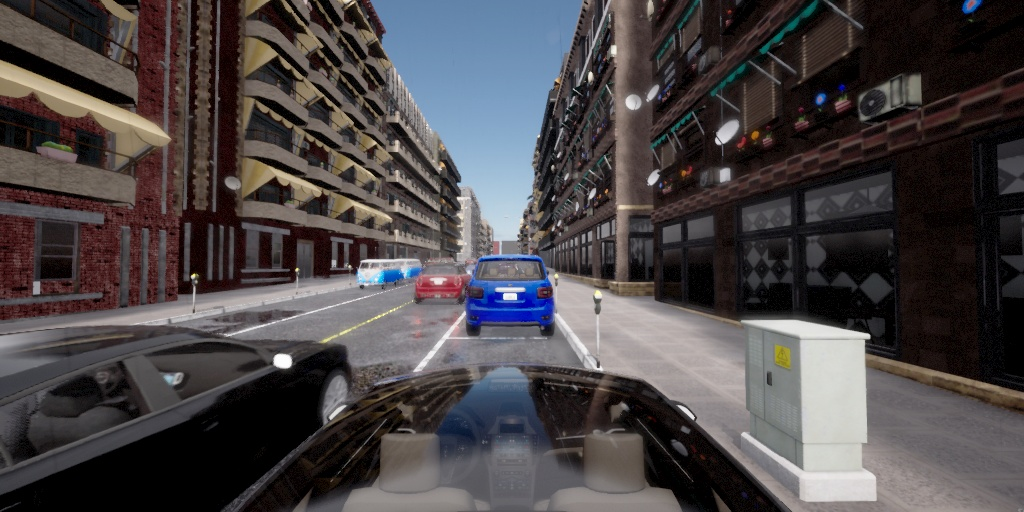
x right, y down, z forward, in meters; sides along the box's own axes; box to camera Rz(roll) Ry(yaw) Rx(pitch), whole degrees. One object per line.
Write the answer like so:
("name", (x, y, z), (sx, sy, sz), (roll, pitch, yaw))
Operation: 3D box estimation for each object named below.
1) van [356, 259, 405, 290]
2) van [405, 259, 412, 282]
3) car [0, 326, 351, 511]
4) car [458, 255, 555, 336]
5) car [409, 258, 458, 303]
("van", (-8.335, 1.108, 22.603), (1.690, 1.789, 3.998), (0, 0, 0))
("van", (-8.336, 1.118, 28.134), (1.690, 1.789, 3.998), (0, 0, 0))
("car", (-2.930, 1.228, 2.470), (1.882, 1.535, 5.008), (0, -1, 0))
("car", (-0.039, 0.983, 10.533), (2.150, 2.045, 5.566), (0, 0, 0))
("car", (-3.021, 1.113, 16.827), (2.097, 1.767, 4.553), (0, 0, 0))
